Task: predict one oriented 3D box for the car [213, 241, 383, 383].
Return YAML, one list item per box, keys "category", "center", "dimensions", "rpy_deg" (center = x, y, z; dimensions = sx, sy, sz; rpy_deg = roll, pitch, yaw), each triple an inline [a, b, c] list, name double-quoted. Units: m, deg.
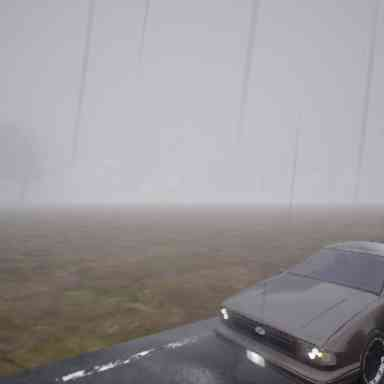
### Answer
- category: "car"
  center: [2.914, 1.577, 5.455]
  dimensions: [5.357, 1.411, 2.033]
  rpy_deg: [0, 0, -36]
